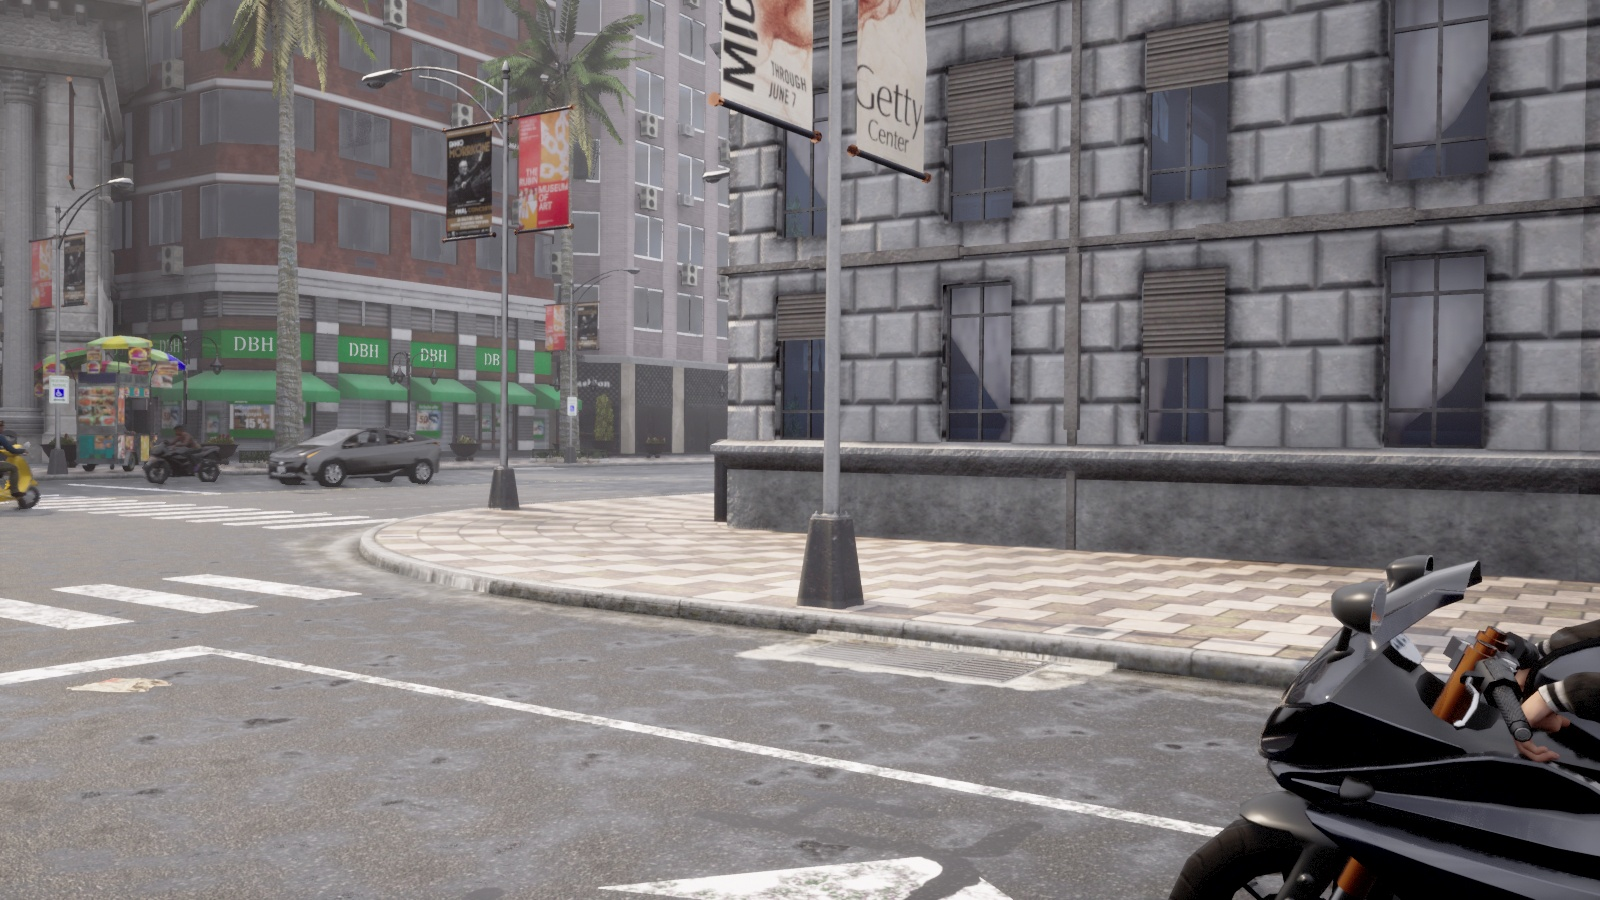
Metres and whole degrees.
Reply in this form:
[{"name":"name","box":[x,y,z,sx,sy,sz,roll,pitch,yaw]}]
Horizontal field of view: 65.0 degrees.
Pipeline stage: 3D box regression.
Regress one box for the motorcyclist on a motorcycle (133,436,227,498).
[{"name":"motorcyclist on a motorcycle","box":[-16.068,0.414,32.576,0.797,1.523,2.044,0,1,34]}]

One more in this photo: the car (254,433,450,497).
[{"name":"car","box":[-11.642,0.334,32.899,2.007,1.525,4.514,0,1,34]}]

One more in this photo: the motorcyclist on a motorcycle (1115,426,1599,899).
[{"name":"motorcyclist on a motorcycle","box":[1.824,0.717,2.412,2.191,1.530,0.866,0,1,34]}]

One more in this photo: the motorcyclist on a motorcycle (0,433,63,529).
[{"name":"motorcyclist on a motorcycle","box":[-13.753,0.514,21.624,0.866,1.590,1.817,1,1,8]}]
